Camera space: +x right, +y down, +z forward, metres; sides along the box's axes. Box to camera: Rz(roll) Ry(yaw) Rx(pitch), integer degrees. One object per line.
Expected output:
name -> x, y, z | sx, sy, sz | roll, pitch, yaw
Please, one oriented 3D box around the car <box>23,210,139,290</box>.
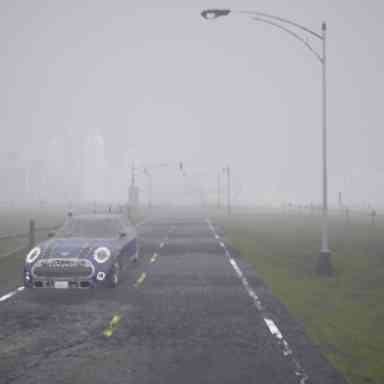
car -> -2.846, 1.454, 9.506 | 2.097, 1.767, 4.553 | 0, -1, 0
